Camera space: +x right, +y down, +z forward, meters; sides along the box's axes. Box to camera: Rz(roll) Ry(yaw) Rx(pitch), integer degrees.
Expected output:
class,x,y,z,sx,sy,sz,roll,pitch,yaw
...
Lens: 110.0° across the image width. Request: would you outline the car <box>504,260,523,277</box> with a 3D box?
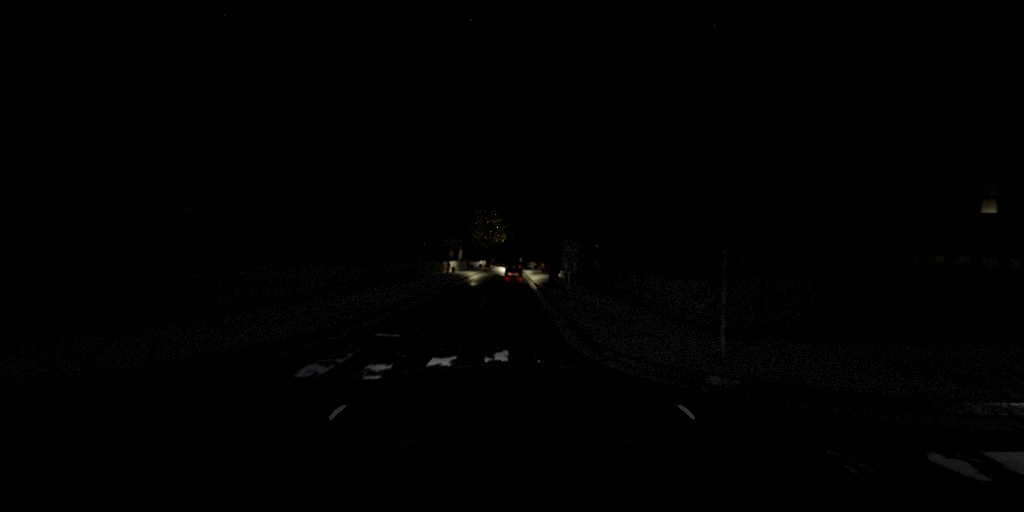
class,x,y,z,sx,sy,sz,roll,pitch,yaw
car,0.212,1.496,45.413,2.150,2.045,5.566,2,-1,0
